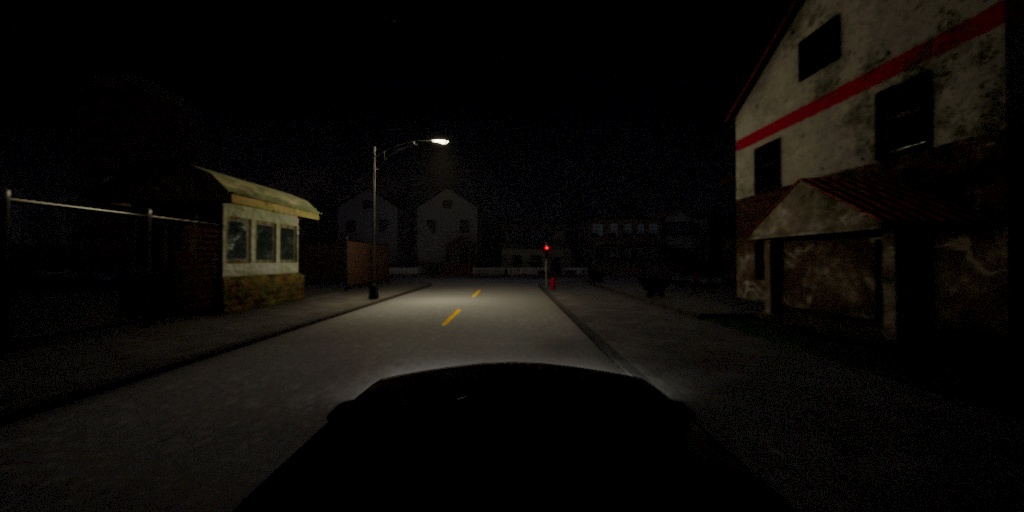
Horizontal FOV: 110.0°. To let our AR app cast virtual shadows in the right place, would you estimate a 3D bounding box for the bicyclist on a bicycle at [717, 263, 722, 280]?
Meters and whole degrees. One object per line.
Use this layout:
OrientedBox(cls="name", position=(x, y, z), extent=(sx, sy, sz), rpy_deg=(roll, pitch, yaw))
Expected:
OrientedBox(cls="bicyclist on a bicycle", position=(18.139, 1.402, 30.821), extent=(0.582, 1.620, 1.656), rpy_deg=(0, -1, 0))
